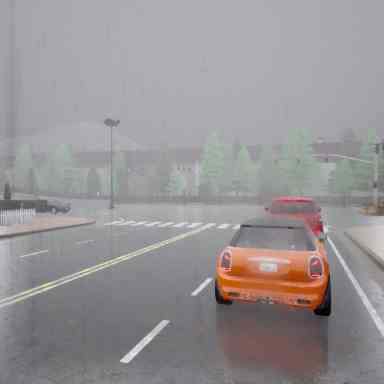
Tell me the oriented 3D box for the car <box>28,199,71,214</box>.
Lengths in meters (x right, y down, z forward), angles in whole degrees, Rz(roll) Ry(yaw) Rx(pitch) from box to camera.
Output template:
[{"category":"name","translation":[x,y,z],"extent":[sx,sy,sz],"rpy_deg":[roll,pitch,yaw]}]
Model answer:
[{"category":"car","translation":[-15.227,1.502,35.212],"extent":[4.892,1.490,1.837],"rpy_deg":[0,0,18]}]

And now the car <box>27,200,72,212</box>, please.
[{"category":"car","translation":[-16.814,1.592,39.325],"extent":[4.718,1.301,1.895],"rpy_deg":[0,0,16]}]

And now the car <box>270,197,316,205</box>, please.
[{"category":"car","translation":[4.271,1.221,14.150],"extent":[2.150,2.045,5.566],"rpy_deg":[0,0,16]}]

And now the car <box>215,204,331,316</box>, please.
[{"category":"car","translation":[2.056,1.352,7.890],"extent":[2.097,1.767,4.553],"rpy_deg":[0,0,19]}]
